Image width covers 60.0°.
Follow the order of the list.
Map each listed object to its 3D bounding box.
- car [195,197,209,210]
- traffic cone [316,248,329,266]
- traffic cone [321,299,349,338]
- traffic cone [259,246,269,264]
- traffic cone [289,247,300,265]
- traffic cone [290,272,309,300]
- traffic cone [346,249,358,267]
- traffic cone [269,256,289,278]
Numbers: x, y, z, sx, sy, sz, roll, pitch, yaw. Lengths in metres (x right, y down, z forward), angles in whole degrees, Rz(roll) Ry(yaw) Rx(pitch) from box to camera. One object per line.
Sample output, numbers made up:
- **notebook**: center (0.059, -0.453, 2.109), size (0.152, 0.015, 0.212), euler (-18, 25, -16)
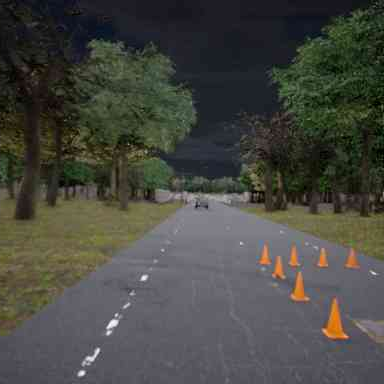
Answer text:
- **car**: center (1.620, 1.807, 55.097), size (2.150, 2.045, 5.566), euler (2, 0, 1)
- **traffic cone**: center (4.562, 2.250, 11.588), size (0.340, 0.580, 0.340), euler (2, -1, 1)
- **traffic cone**: center (2.422, 2.108, 5.639), size (0.340, 0.580, 0.340), euler (2, -1, 1)
- **traffic cone**: center (2.565, 2.176, 11.636), size (0.340, 0.580, 0.340), euler (2, -1, 1)
- **traffic cone**: center (3.564, 2.213, 11.612), size (0.340, 0.580, 0.340), euler (2, -1, 1)
- **traffic cone**: center (2.469, 2.131, 7.638), size (0.340, 0.580, 0.340), euler (2, -1, 1)
- **traffic cone**: center (5.561, 2.288, 11.564), size (0.340, 0.580, 0.340), euler (2, -1, 1)
- **traffic cone**: center (2.517, 2.153, 9.637), size (0.340, 0.580, 0.340), euler (2, -1, 1)
